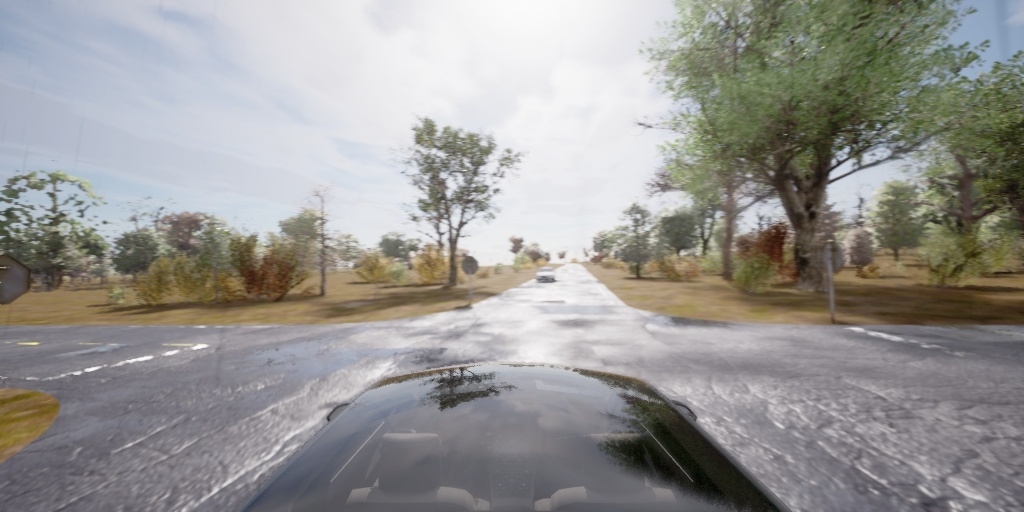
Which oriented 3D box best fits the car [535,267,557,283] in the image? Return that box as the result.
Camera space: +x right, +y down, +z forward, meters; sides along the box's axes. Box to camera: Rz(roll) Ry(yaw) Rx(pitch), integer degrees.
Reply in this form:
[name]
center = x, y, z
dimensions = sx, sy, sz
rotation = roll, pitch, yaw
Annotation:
[car]
center = 3.430, 1.844, 35.625
dimensions = 1.812, 1.442, 4.674
rotation = -2, -1, 10
